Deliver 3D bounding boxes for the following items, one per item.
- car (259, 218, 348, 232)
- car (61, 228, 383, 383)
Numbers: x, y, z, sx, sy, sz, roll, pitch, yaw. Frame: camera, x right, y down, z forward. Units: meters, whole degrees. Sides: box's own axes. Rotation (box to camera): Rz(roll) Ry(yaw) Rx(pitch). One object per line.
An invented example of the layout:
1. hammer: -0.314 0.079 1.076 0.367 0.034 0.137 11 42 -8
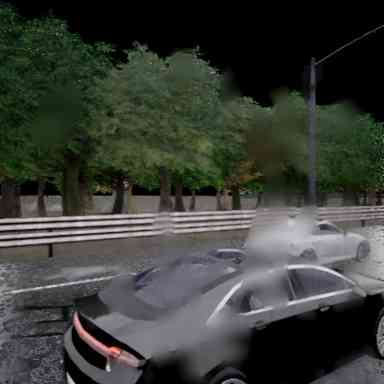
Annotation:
1. car: 3.740 1.573 10.588 4.674 1.442 1.812 0 0 -35
2. car: 0.920 1.507 4.359 4.902 1.511 2.128 0 0 -35
